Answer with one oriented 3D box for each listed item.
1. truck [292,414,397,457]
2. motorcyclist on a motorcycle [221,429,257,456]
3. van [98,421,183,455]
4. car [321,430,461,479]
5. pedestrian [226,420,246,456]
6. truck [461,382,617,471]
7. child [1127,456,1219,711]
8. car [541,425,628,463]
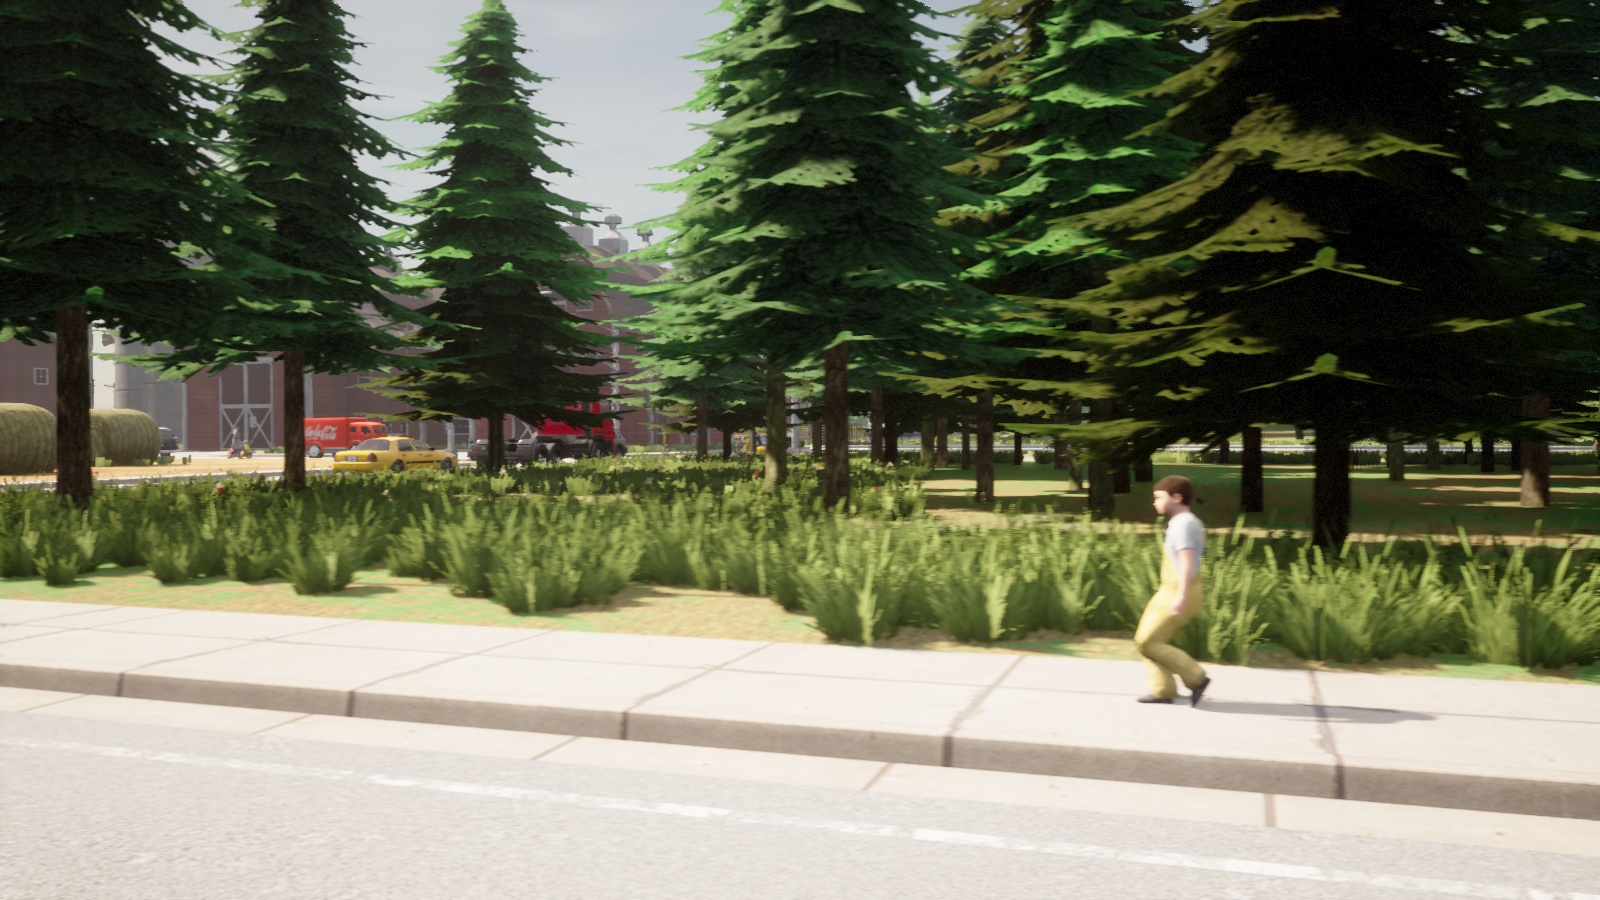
[{"bbox_3d":[-26.696,-0.868,73.626,5.204,2.467,2.627,0,1,17],"label":"truck"},{"bbox_3d":[-33.851,-0.474,75.757,1.817,1.590,0.866,0,1,17],"label":"motorcyclist on a motorcycle"},{"bbox_3d":[-40.864,-0.753,77.834,4.480,2.038,2.069,0,1,17],"label":"van"},{"bbox_3d":[-13.910,0.093,43.087,1.801,1.575,5.366,0,1,18],"label":"car"},{"bbox_3d":[-31.437,-0.671,70.011,0.873,1.952,0.659,0,1,-12],"label":"pedestrian"},{"bbox_3d":[-10.789,-0.973,52.925,2.891,3.462,7.936,0,1,18],"label":"truck"},{"bbox_3d":[1.913,0.666,6.450,0.437,1.263,0.270,0,1,17],"label":"child"},{"bbox_3d":[-10.889,-0.351,63.894,1.932,1.855,4.605,0,1,28],"label":"car"}]
